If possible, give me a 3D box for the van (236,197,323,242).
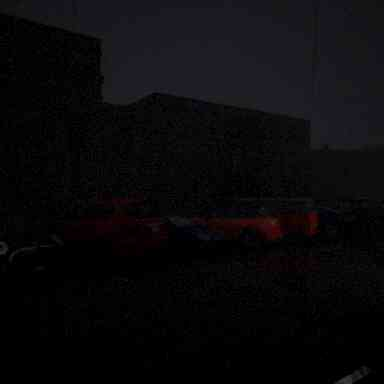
[{"bbox_3d":[3.818,1.282,16.450,4.442,1.987,1.878,-1,-1,35],"label":"van"}]

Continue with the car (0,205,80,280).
[{"bbox_3d":[-5.657,1.360,9.599,4.553,1.767,2.185,-1,-1,34],"label":"car"}]

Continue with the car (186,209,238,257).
[{"bbox_3d":[-0.858,1.534,12.982,4.674,1.452,2.002,-1,-1,35],"label":"car"}]

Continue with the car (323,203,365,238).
[{"bbox_3d":[6.310,1.514,18.083,5.008,1.535,2.097,-1,-1,35],"label":"car"}]

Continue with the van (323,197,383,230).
[{"bbox_3d":[8.792,1.296,19.733,4.442,1.987,1.878,-1,-1,34],"label":"van"}]

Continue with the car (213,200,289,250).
[{"bbox_3d":[1.552,1.372,14.663,4.553,1.767,2.185,-1,-1,34],"label":"car"}]

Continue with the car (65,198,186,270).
[{"bbox_3d":[-3.274,1.238,11.292,5.566,2.045,2.435,-1,-1,35],"label":"car"}]
